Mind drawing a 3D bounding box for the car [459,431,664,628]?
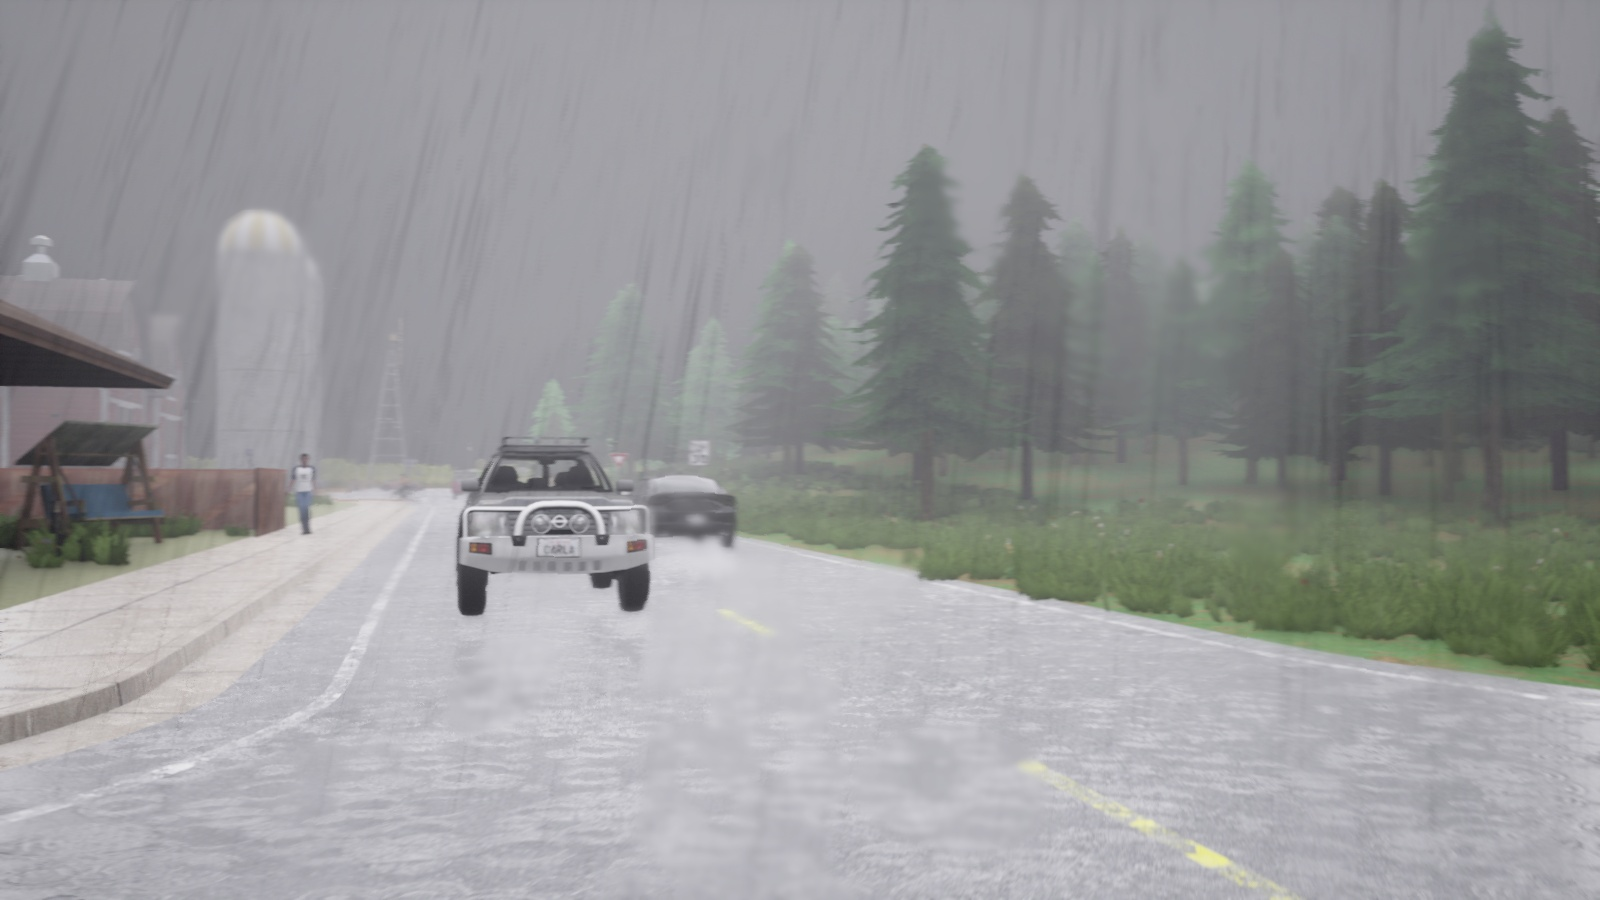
[{"bbox_3d":[-2.880,0.805,14.319,1.932,1.855,4.605,0,-1,-15],"label":"car"}]

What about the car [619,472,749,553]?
[{"bbox_3d":[-2.547,1.243,26.343,1.882,1.535,5.008,0,-1,-15],"label":"car"}]

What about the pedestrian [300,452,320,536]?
[{"bbox_3d":[-10.823,0.971,27.740,0.354,1.836,0.706,0,-1,-16],"label":"pedestrian"}]

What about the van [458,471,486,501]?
[{"bbox_3d":[-21.935,2.393,83.855,1.775,1.987,4.442,0,-1,-15],"label":"van"}]
